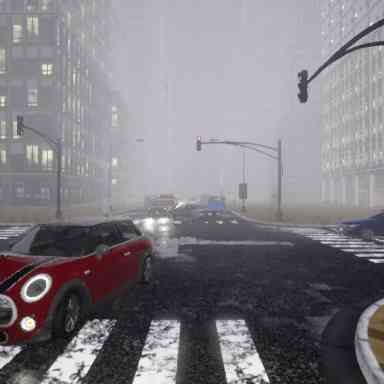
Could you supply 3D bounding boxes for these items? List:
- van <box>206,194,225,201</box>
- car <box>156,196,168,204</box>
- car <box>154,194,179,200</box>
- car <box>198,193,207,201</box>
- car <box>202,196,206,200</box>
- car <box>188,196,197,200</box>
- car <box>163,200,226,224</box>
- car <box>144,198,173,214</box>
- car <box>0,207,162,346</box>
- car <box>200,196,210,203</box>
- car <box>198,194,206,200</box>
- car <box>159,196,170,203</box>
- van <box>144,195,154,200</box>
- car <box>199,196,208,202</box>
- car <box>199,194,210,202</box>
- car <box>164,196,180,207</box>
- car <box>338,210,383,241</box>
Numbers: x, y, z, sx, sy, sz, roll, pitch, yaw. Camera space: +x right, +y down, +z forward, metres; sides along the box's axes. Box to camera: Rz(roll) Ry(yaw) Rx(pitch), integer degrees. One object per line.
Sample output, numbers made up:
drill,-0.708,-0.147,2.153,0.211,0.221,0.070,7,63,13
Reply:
van,2.692,1.340,35.914,1.690,1.788,3.998,0,0,0
car,-5.692,1.564,63.639,1.947,1.339,4.313,0,0,0
car,-3.179,1.221,42.925,2.150,2.045,5.566,0,0,1
car,2.778,1.309,85.764,2.192,1.841,5.009,0,0,0
car,2.623,1.544,41.452,1.887,1.381,4.507,0,0,0
car,0.051,1.593,72.708,1.895,1.301,4.718,0,0,0
car,0.070,1.546,24.666,2.033,1.411,5.357,0,0,-28
car,-3.226,1.600,32.880,1.895,1.301,4.718,0,0,0
car,-2.461,1.350,6.736,2.097,1.767,4.553,0,0,16
car,2.710,1.542,69.145,1.887,1.381,4.507,0,0,0
car,2.689,1.313,63.606,2.192,1.841,5.009,0,0,0
car,-5.670,1.548,69.178,2.008,1.369,4.403,0,0,0
van,-5.757,1.340,47.022,1.690,1.788,3.998,0,0,0
car,2.755,1.561,80.225,1.947,1.339,4.313,0,0,0
car,2.733,1.311,74.685,2.192,1.841,5.009,0,0,0
car,-3.138,1.491,53.229,2.128,1.511,4.902,0,0,0
car,9.823,1.617,16.755,4.674,1.442,1.812,0,0,-1
